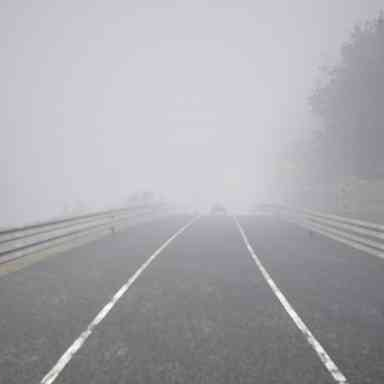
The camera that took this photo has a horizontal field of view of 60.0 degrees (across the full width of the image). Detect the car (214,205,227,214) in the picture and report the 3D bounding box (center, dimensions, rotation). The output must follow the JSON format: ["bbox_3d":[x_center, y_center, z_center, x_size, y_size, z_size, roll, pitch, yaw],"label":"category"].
[{"bbox_3d":[4.705,2.882,54.262,1.994,1.385,4.181,0,-4,8],"label":"car"}]

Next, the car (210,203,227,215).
[{"bbox_3d":[3.471,2.185,43.661,1.837,1.490,4.892,0,-3,6],"label":"car"}]
